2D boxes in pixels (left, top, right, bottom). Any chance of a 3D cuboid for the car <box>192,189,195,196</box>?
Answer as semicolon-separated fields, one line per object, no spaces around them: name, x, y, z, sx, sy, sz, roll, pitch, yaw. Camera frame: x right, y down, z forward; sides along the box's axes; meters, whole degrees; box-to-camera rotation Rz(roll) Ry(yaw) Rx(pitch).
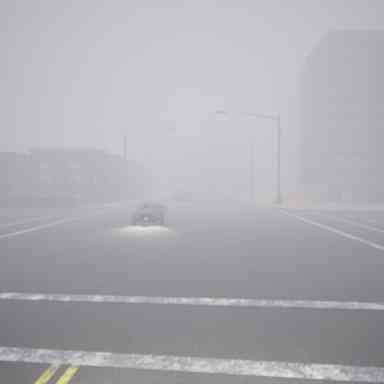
car;-0.310;-0.018;73.374;1.882;1.535;5.008;0;1;3

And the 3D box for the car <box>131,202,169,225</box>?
car;-2.606;1.318;21.468;1.994;1.385;4.181;0;1;3

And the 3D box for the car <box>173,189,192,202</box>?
car;-1.465;0.484;47.309;2.097;1.767;4.553;0;1;3
